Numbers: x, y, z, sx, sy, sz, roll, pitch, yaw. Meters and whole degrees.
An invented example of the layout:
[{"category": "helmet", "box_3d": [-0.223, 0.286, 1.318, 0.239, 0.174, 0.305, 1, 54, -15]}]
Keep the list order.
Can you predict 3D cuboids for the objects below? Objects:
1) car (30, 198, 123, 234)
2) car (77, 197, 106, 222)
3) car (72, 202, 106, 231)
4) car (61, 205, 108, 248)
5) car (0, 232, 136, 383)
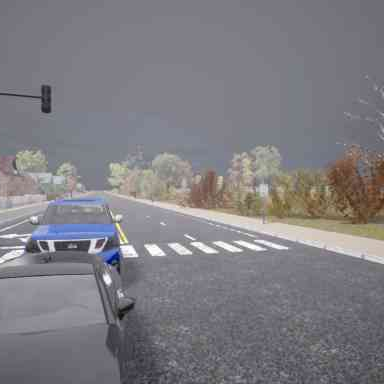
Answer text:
[{"category": "car", "box_3d": [-3.362, 1.219, 9.935, 2.150, 2.045, 5.566, 0, 0, -16]}, {"category": "car", "box_3d": [-8.237, 1.340, 27.462, 2.097, 1.767, 4.553, 0, 0, -16]}, {"category": "car", "box_3d": [-6.648, 1.470, 21.736, 1.882, 1.535, 5.008, 0, 0, -16]}, {"category": "car", "box_3d": [-5.050, 1.500, 15.999, 1.837, 1.490, 4.892, 0, 0, -16]}, {"category": "car", "box_3d": [-1.692, 1.525, 3.855, 1.812, 1.442, 4.674, 0, 0, -13]}]
